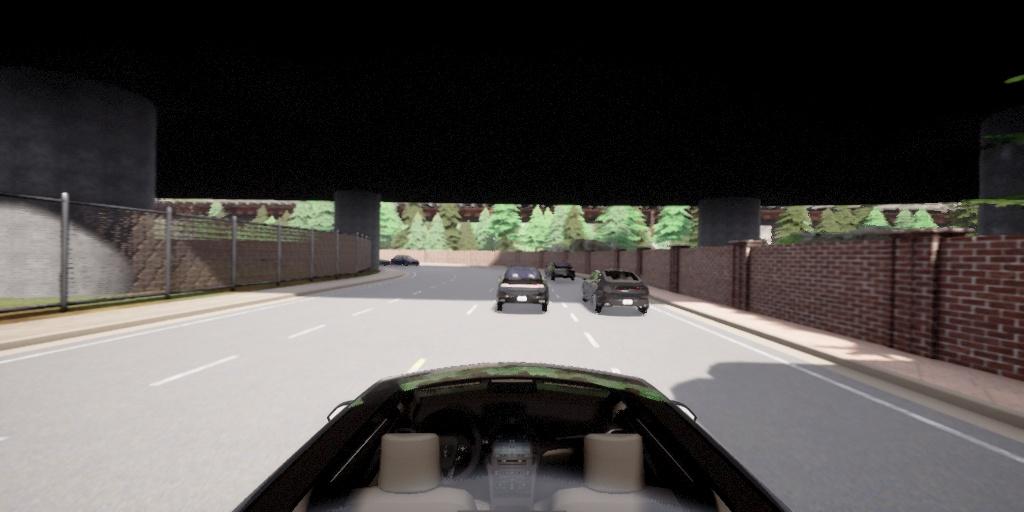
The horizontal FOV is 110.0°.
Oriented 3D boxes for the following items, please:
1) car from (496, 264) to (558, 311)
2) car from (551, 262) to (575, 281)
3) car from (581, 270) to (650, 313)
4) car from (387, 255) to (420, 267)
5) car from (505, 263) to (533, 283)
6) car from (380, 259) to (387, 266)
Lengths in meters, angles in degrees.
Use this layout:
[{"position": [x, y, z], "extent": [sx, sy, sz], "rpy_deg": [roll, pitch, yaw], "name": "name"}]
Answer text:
[{"position": [0.439, 1.200, 14.238], "extent": [2.128, 1.511, 4.902], "rpy_deg": [1, 0, 2], "name": "car"}, {"position": [3.857, 1.210, 29.662], "extent": [2.128, 1.511, 4.902], "rpy_deg": [1, 0, -4], "name": "car"}, {"position": [3.945, 1.282, 14.294], "extent": [1.837, 1.490, 4.892], "rpy_deg": [1, 0, 2], "name": "car"}, {"position": [-15.269, 0.612, 51.535], "extent": [4.553, 1.767, 2.097], "rpy_deg": [1, 0, 37], "name": "car"}, {"position": [0.486, 1.258, 28.340], "extent": [1.895, 1.301, 4.718], "rpy_deg": [1, 0, -3], "name": "car"}, {"position": [-19.426, 0.732, 50.391], "extent": [5.357, 1.411, 2.033], "rpy_deg": [1, 0, 33], "name": "car"}]
